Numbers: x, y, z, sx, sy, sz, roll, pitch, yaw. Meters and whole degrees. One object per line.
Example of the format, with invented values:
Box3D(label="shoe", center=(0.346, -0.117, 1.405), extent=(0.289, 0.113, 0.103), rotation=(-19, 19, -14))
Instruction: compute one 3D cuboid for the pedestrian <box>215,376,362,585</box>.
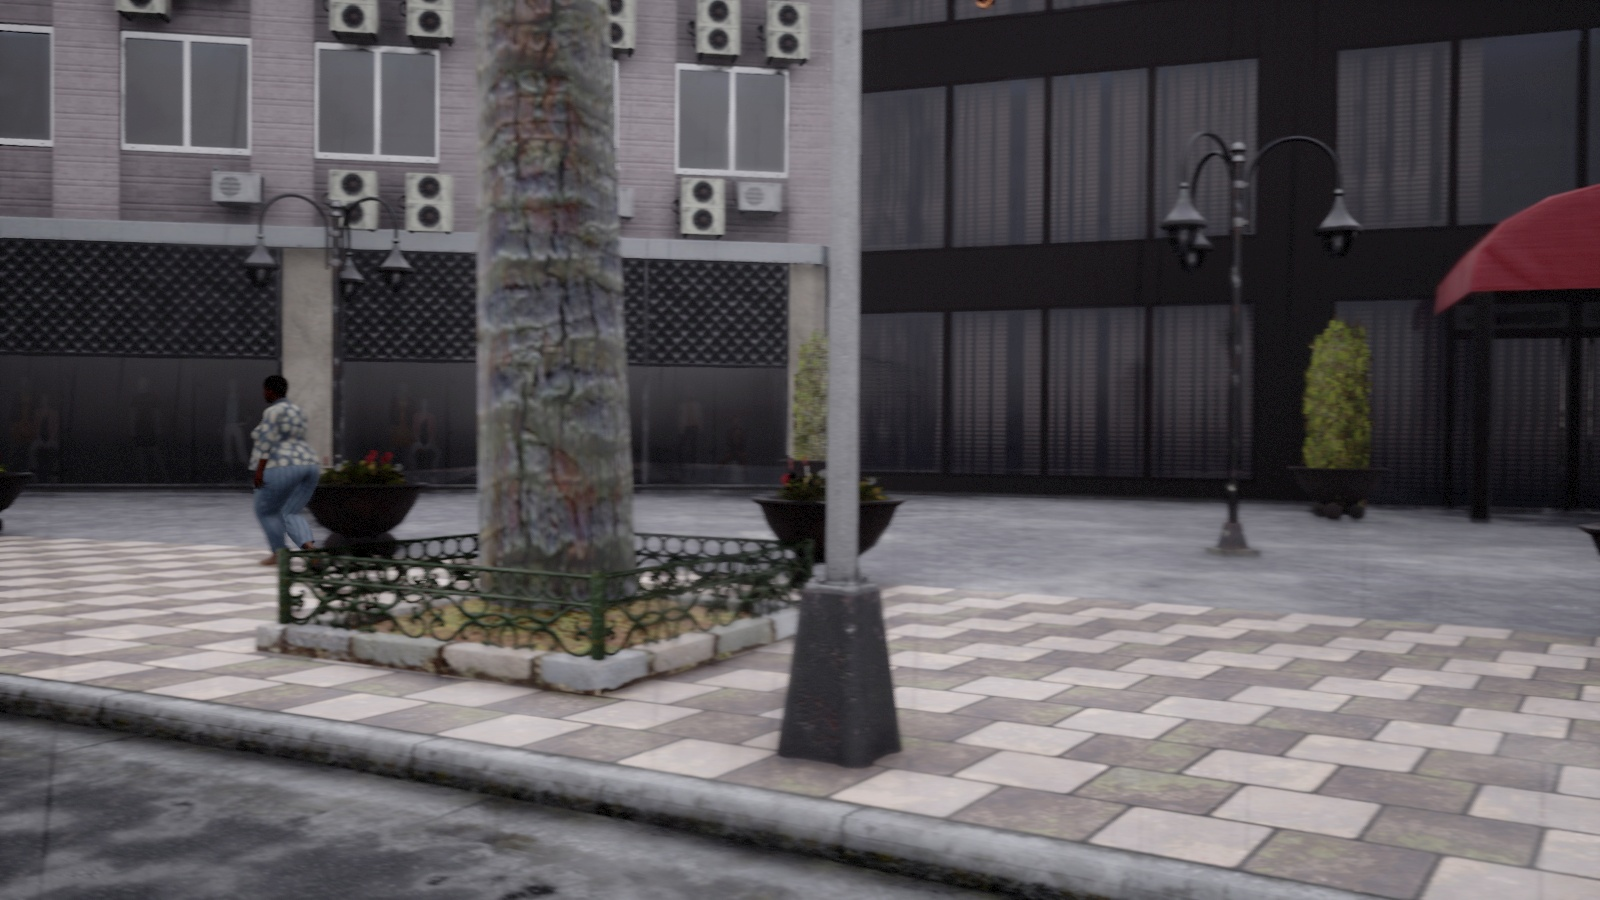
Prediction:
Box3D(label="pedestrian", center=(-4.744, 0.266, 11.689), extent=(0.900, 1.855, 0.874), rotation=(0, 1, 15))
